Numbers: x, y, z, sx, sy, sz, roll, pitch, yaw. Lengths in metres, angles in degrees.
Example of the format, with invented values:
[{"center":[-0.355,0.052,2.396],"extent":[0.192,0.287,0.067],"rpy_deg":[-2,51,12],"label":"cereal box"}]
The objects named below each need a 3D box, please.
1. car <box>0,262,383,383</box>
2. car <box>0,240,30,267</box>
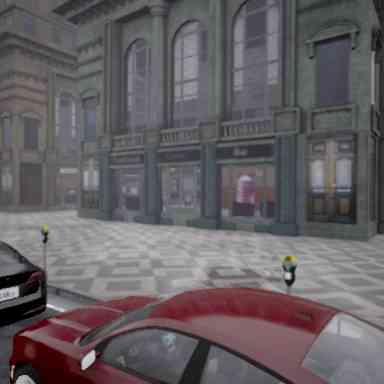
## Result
[{"center":[0.192,1.536,2.823],"extent":[4.507,1.381,1.887],"rpy_deg":[0,0,35],"label":"car"},{"center":[-4.397,1.522,6.095],"extent":[4.313,1.339,1.947],"rpy_deg":[0,0,35],"label":"car"}]
